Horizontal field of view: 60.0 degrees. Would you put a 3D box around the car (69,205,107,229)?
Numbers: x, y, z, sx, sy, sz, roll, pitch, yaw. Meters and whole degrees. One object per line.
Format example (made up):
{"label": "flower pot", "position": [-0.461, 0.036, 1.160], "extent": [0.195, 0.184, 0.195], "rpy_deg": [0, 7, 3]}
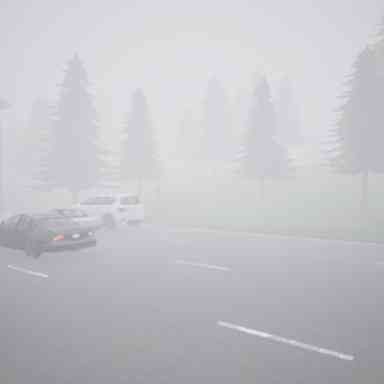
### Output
{"label": "car", "position": [-6.921, 1.537, 17.530], "extent": [4.718, 1.301, 1.895], "rpy_deg": [0, 0, 36]}

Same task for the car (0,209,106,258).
{"label": "car", "position": [-5.886, 1.499, 12.491], "extent": [5.357, 1.411, 2.033], "rpy_deg": [0, 0, 36]}

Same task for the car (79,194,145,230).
{"label": "car", "position": [-5.436, 1.154, 20.770], "extent": [5.566, 2.045, 2.150], "rpy_deg": [0, 0, 36]}
